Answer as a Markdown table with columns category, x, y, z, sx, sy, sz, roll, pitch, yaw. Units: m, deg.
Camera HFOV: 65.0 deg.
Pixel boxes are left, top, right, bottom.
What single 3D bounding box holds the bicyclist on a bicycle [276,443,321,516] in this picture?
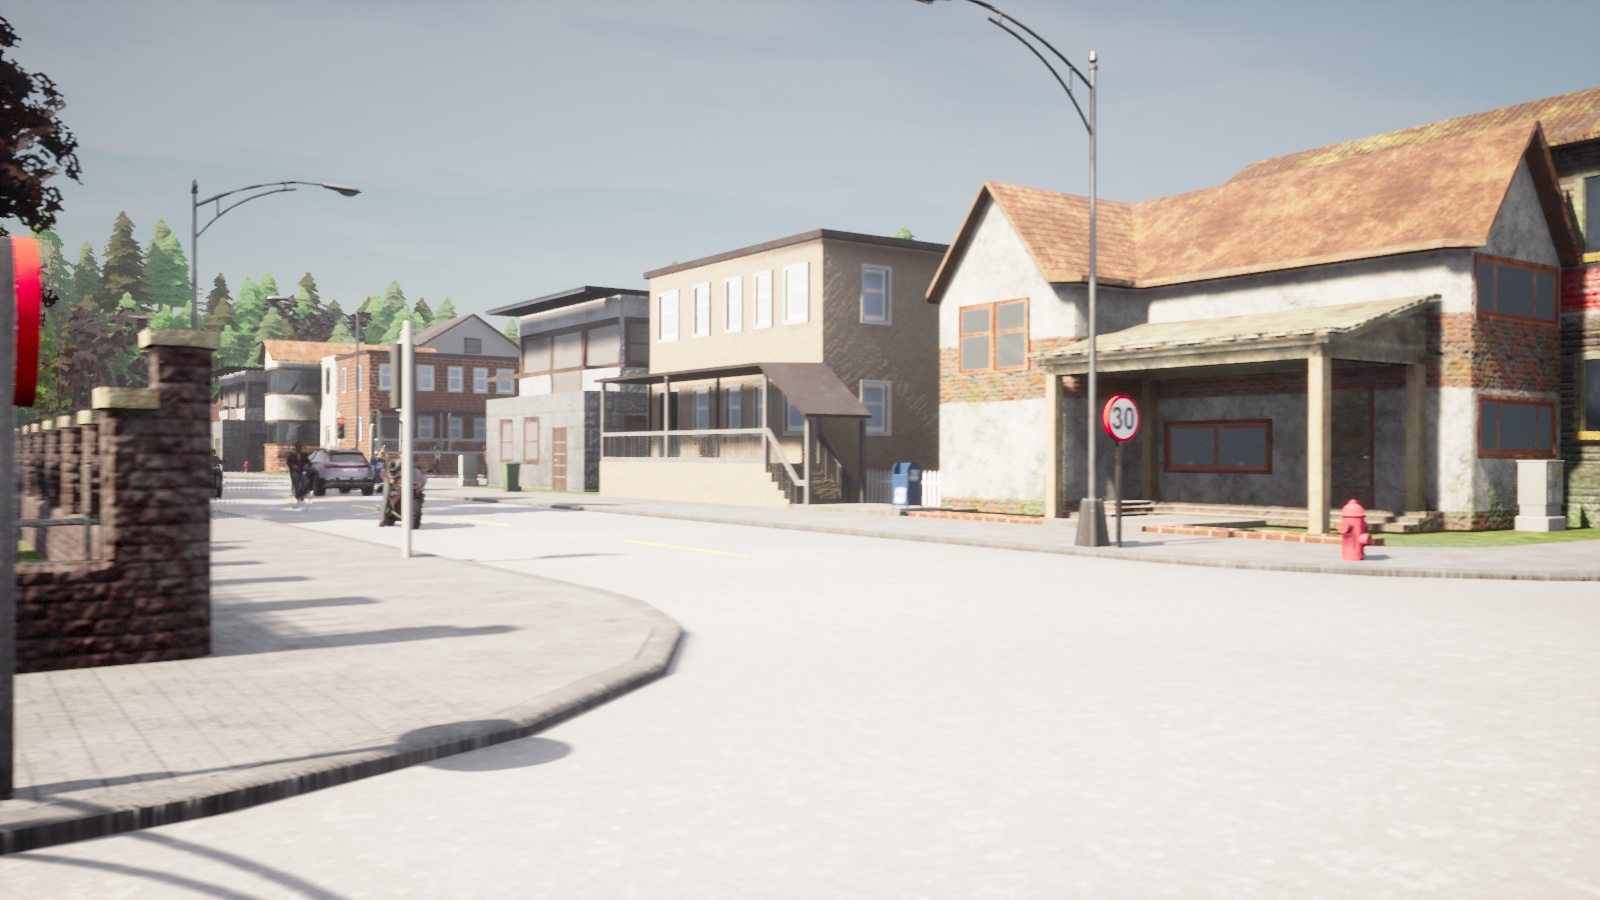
| category | x | y | z | sx | sy | sz | roll | pitch | yaw |
| --- | --- | --- | --- | --- | --- | --- | --- | --- | --- |
| bicyclist on a bicycle | -12.604 | 0.720 | 31.526 | 0.659 | 1.776 | 1.843 | 0 | 0 | -35 |

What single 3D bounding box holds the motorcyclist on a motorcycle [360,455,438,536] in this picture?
| category | x | y | z | sx | sy | sz | roll | pitch | yaw |
| --- | --- | --- | --- | --- | --- | --- | --- | --- | --- |
| motorcyclist on a motorcycle | -7.947 | 0.858 | 24.827 | 0.866 | 1.530 | 2.191 | 0 | 0 | -35 |

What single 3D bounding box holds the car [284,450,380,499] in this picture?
| category | x | y | z | sx | sy | sz | roll | pitch | yaw |
| --- | --- | --- | --- | --- | --- | --- | --- | --- | --- |
| car | -16.474 | 0.819 | 44.098 | 2.033 | 1.649 | 4.856 | 0 | 0 | -35 |

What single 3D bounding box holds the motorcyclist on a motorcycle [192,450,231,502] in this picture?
| category | x | y | z | sx | sy | sz | roll | pitch | yaw |
| --- | --- | --- | --- | --- | --- | --- | --- | --- | --- |
| motorcyclist on a motorcycle | -19.322 | 0.838 | 41.190 | 0.766 | 1.649 | 2.350 | 0 | 0 | -35 |

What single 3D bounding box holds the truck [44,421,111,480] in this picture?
| category | x | y | z | sx | sy | sz | roll | pitch | yaw |
| --- | --- | --- | --- | --- | --- | --- | --- | --- | --- |
| truck | -45.019 | 0.049 | 78.170 | 2.891 | 3.462 | 7.936 | 0 | 0 | -35 |
